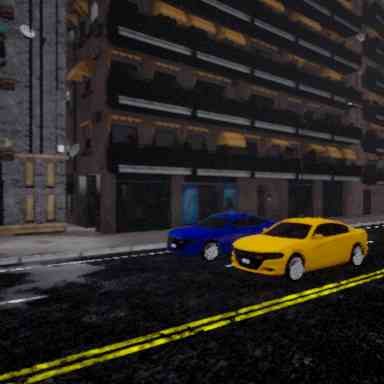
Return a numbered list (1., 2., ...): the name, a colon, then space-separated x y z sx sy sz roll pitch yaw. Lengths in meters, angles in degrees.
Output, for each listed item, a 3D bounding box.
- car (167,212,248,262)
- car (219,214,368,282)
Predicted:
1. car: 1.393 1.559 12.736 5.008 1.535 1.882 0 0 -36
2. car: 3.428 1.551 10.197 5.008 1.535 1.882 0 0 -36
